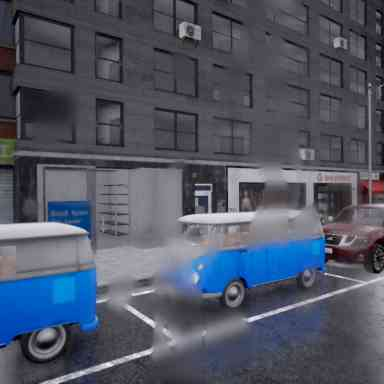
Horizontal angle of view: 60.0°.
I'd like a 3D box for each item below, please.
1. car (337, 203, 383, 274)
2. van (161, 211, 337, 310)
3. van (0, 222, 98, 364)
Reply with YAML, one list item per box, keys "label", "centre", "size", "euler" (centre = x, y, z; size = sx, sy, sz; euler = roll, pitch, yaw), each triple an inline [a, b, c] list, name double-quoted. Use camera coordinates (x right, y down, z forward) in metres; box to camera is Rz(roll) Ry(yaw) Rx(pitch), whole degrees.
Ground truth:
- label: "car"
  centre: [5.830, 1.311, 10.740]
  size: [5.009, 1.841, 2.192]
  euler: [0, -1, -36]
- label: "van"
  centre: [1.292, 1.340, 7.484]
  size: [3.998, 1.788, 1.690]
  euler: [0, -1, -36]
- label: "van"
  centre: [-3.247, 1.341, 4.228]
  size: [3.998, 1.788, 1.690]
  euler: [0, -1, -36]
